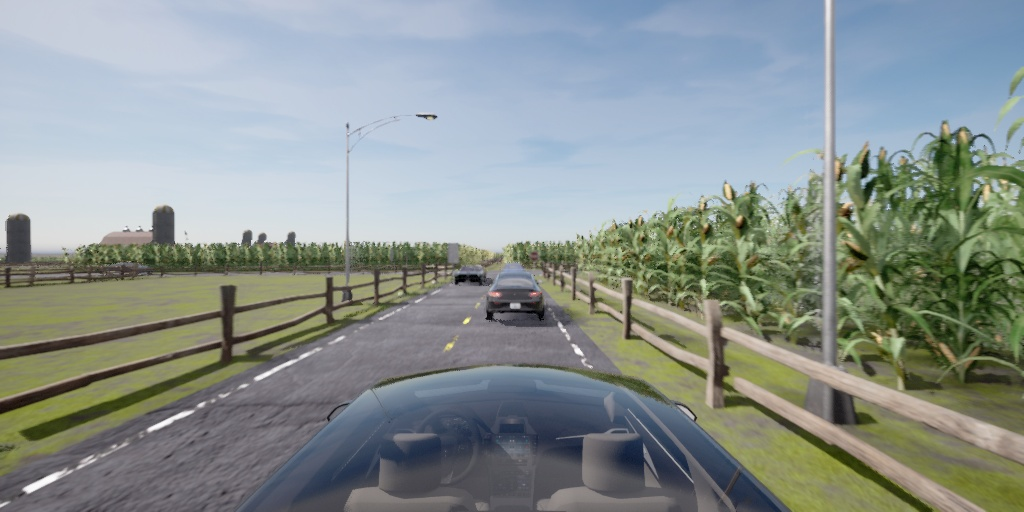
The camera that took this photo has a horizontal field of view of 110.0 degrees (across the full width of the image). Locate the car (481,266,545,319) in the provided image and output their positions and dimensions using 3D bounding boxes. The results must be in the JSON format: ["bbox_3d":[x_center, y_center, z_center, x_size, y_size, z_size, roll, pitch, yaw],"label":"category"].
[{"bbox_3d":[0.107,1.251,12.499,1.812,1.442,4.674,0,0,0],"label":"car"}]

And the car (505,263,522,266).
[{"bbox_3d":[0.108,1.241,26.995,2.033,1.411,5.357,0,0,0],"label":"car"}]

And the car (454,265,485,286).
[{"bbox_3d":[-2.804,1.299,24.922,1.895,1.301,4.718,0,0,0],"label":"car"}]

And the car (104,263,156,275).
[{"bbox_3d":[-44.504,1.515,41.845,4.902,1.511,2.128,0,0,1],"label":"car"}]
